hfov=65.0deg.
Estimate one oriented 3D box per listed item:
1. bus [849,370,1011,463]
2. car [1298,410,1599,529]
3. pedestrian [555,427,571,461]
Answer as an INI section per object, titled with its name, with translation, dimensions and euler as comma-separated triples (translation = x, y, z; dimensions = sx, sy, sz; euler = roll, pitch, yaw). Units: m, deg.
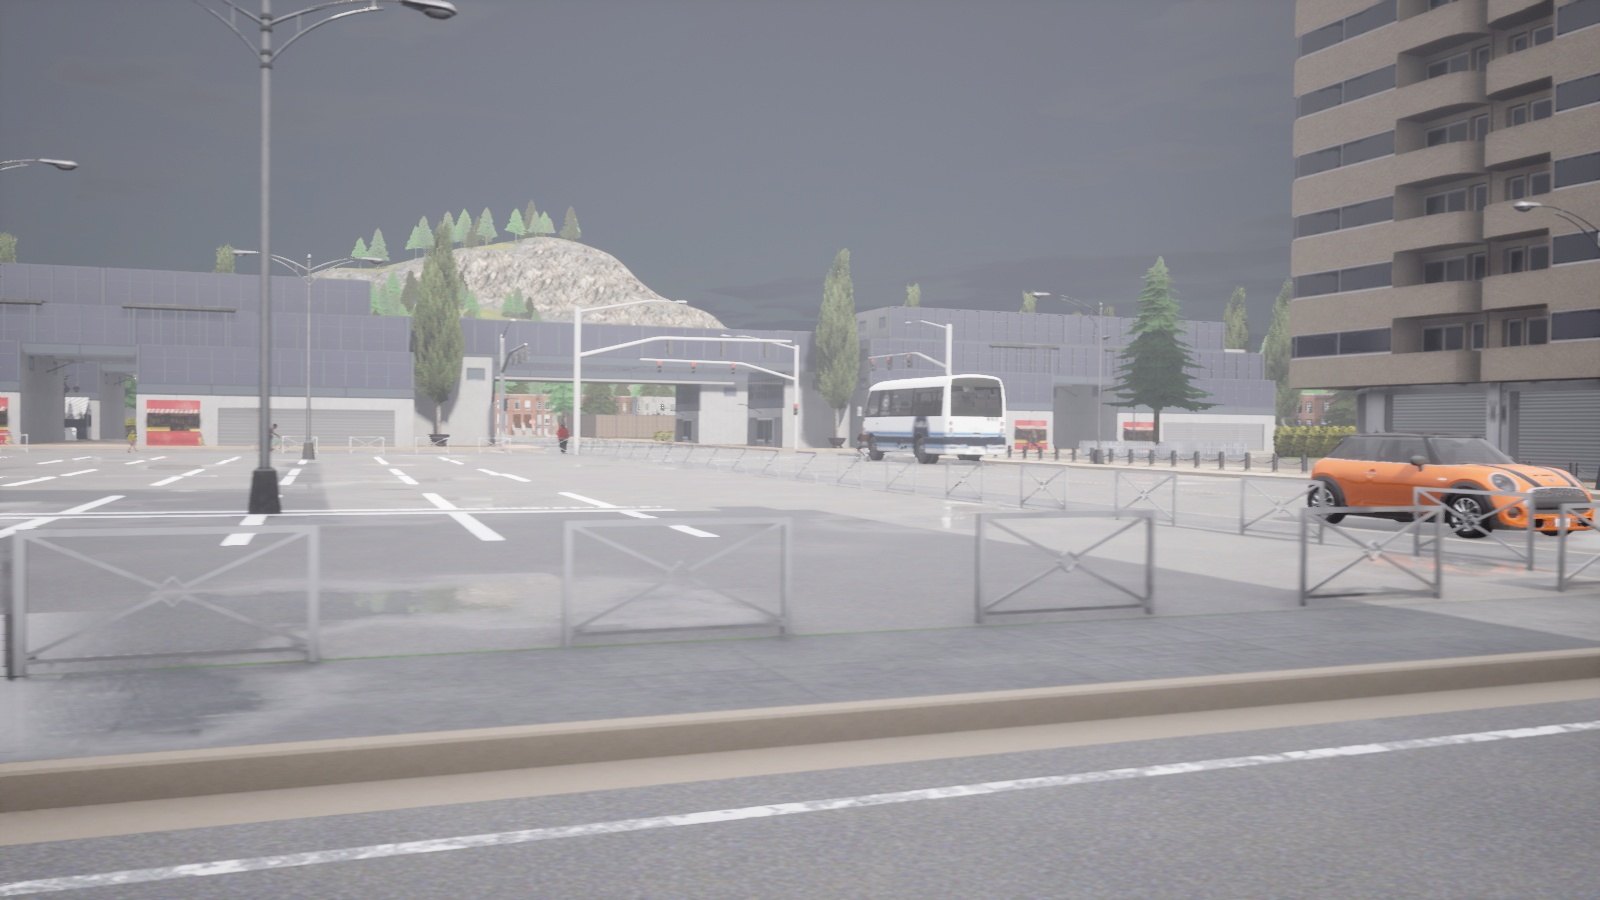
[bus]
translation = 6.282, -1.621, 63.293
dimensions = 3.944, 4.253, 10.273
euler = -1, 1, -21
[car]
translation = 10.898, 0.249, 21.222
dimensions = 2.097, 1.767, 4.553
euler = -1, 1, -21
[pedestrian]
translation = -13.101, -0.342, 69.488
dimensions = 0.634, 1.844, 0.899
euler = -1, 1, -27
